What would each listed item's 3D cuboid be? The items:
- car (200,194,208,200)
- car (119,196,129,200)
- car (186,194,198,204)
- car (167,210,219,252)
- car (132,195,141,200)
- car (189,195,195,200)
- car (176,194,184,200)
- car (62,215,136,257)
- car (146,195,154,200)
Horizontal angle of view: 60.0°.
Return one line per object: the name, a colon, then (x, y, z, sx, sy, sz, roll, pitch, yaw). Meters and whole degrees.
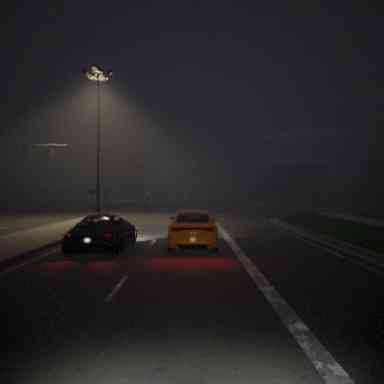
car: (3.503, 1.615, 94.705, 1.895, 1.301, 4.718, 0, 0, 0)
car: (-18.498, 1.621, 90.913, 1.895, 1.301, 4.718, 0, 0, 0)
car: (0.002, 1.544, 63.649, 1.812, 1.442, 4.674, 0, 0, 0)
car: (0.053, 1.482, 13.985, 1.882, 1.535, 5.008, 0, 0, 1)
car: (-14.998, 1.578, 90.943, 1.994, 1.385, 4.181, 0, 0, 0)
car: (0.003, 1.518, 94.259, 1.837, 1.490, 4.892, 0, 0, 0)
car: (-3.497, 1.544, 94.676, 1.812, 1.442, 4.674, 0, 0, 0)
car: (-3.454, 1.569, 13.034, 1.994, 1.385, 4.181, 0, 0, 1)
car: (-11.498, 1.565, 90.943, 2.033, 1.411, 5.357, 0, 0, 0)
